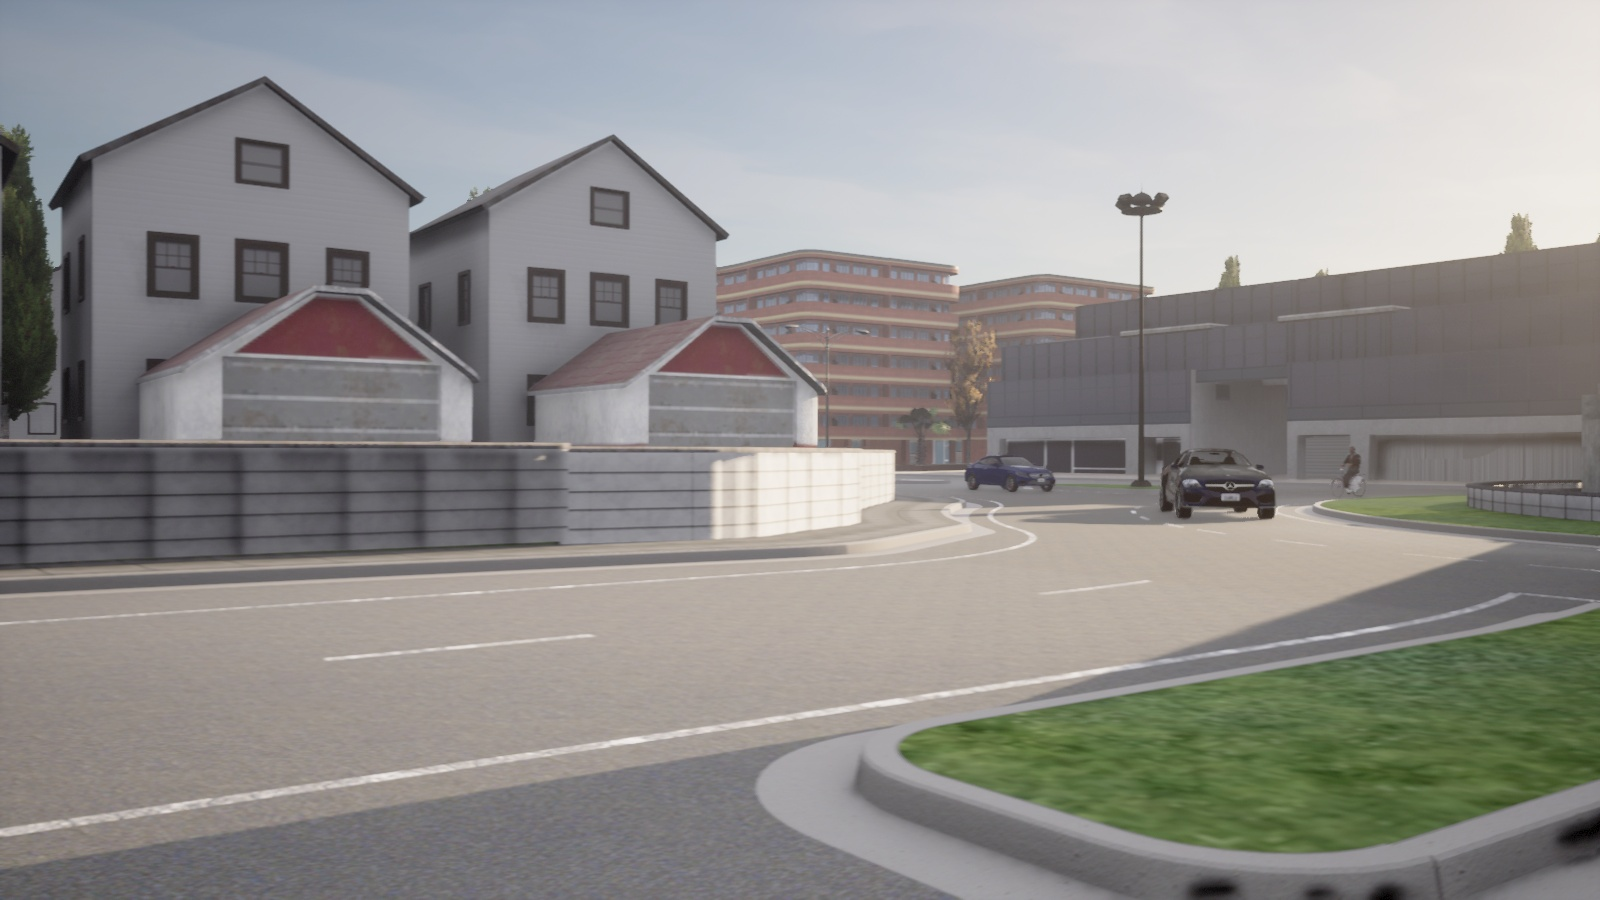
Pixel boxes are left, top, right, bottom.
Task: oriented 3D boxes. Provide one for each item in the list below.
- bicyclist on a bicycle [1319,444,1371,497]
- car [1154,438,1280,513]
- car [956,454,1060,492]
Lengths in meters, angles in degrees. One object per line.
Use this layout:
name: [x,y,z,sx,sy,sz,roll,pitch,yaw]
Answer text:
bicyclist on a bicycle: [18.654,0.680,42.975,1.843,1.776,0.659,0,0,-31]
car: [9.985,0.576,30.464,2.152,1.651,5.027,0,0,10]
car: [8.236,0.874,50.126,1.812,1.442,4.674,0,0,-24]
